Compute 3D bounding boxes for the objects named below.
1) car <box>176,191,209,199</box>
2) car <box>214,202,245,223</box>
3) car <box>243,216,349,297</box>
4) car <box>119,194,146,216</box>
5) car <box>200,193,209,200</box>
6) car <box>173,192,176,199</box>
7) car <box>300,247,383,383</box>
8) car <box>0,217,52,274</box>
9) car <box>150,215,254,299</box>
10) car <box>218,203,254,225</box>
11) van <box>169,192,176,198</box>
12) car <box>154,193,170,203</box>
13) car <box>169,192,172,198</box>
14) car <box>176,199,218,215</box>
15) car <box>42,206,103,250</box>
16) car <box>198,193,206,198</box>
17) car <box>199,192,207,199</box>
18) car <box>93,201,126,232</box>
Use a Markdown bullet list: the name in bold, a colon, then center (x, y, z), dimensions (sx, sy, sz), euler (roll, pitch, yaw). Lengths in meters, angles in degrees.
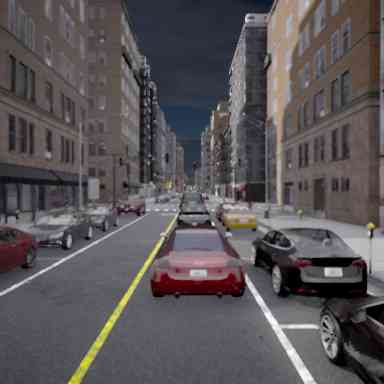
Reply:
- **car**: center (0.029, 1.047, 28.818), dimensions (2.150, 2.045, 5.566), euler (0, 0, 0)
- **car**: center (2.661, 1.434, 24.528), dimensions (1.802, 1.307, 4.206), euler (0, 0, 0)
- **car**: center (2.645, 1.518, 8.290), dimensions (1.947, 1.339, 4.313), euler (0, 0, 0)
- **car**: center (-5.359, 1.133, 29.956), dimensions (2.192, 1.841, 5.009), euler (0, 0, 0)
- **car**: center (2.709, 0.986, 72.766), dimensions (1.967, 1.590, 4.097), euler (0, 0, 0)
- **car**: center (-5.305, 1.038, 83.690), dimensions (1.947, 1.339, 4.313), euler (0, 0, 0)
- **car**: center (2.639, 1.549, 2.877), dimensions (1.947, 1.339, 4.313), euler (0, 0, 0)
- **car**: center (-5.381, 1.534, 8.307), dimensions (1.802, 1.307, 4.206), euler (0, 0, 0)
- **car**: center (0.111, 1.515, 8.393), dimensions (1.994, 1.385, 4.181), euler (0, 0, 0)
- **car**: center (2.656, 1.410, 19.285), dimensions (1.752, 1.417, 4.829), euler (0, 0, 0)
- **van**: center (-5.300, 0.777, 89.142), dimensions (1.690, 1.788, 3.998), euler (0, 0, 0)
- **car**: center (-5.332, 1.203, 56.420), dimensions (2.008, 1.369, 4.403), euler (0, 0, 0)
- **car**: center (-5.327, 1.162, 61.875), dimensions (1.887, 1.381, 4.507), euler (0, 0, 0)
- **car**: center (0.116, 1.379, 18.892), dimensions (2.128, 1.511, 4.902), euler (0, 0, 0)
- **car**: center (-5.375, 1.470, 13.720), dimensions (2.008, 1.369, 4.403), euler (0, 0, 0)
- **car**: center (2.725, 0.981, 89.130), dimensions (1.887, 1.381, 4.507), euler (0, 0, 0)
- **car**: center (2.720, 0.913, 83.675), dimensions (1.967, 1.590, 4.097), euler (0, 0, 0)
- **car**: center (-5.370, 1.436, 19.133), dimensions (2.008, 1.369, 4.403), euler (0, 0, 0)
